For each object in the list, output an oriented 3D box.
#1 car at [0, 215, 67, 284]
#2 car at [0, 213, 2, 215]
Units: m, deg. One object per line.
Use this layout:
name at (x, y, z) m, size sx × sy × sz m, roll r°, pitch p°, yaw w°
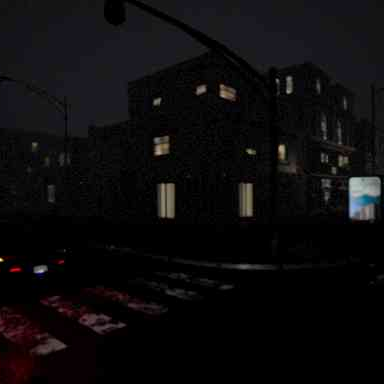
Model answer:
car at (-5.091, 1.556, 8.903) m, size 4.674 × 1.442 × 1.812 m, roll 0°, pitch 0°, yaw 41°
car at (-11.666, 1.616, 18.616) m, size 4.829 × 1.417 × 1.752 m, roll 0°, pitch -1°, yaw 43°
